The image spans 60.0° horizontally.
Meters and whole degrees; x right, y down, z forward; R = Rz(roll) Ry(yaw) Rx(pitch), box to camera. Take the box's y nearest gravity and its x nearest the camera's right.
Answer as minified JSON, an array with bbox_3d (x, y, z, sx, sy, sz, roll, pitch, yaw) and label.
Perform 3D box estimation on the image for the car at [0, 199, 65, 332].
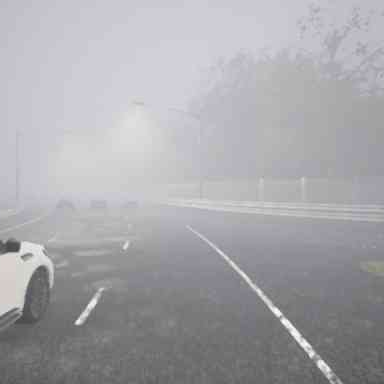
[{"bbox_3d":[-3.601,1.221,3.875,2.150,2.045,5.566,0,0,-2],"label":"car"}]

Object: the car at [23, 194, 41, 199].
[{"bbox_3d":[-34.301,1.162,70.337,1.837,1.490,4.892,-1,0,-44],"label":"car"}]

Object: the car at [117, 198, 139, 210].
[{"bbox_3d":[-7.567,1.381,39.552,1.812,1.442,4.674,0,0,-21],"label":"car"}]

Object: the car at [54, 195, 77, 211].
[{"bbox_3d":[-14.385,1.401,37.863,1.837,1.490,4.892,0,0,-21],"label":"car"}]

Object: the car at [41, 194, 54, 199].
[{"bbox_3d":[-31.685,1.163,72.663,2.128,1.511,4.902,-1,0,-44],"label":"car"}]

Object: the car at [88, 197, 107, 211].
[{"bbox_3d":[-11.192,1.352,39.305,1.882,1.535,5.008,0,0,-21],"label":"car"}]
